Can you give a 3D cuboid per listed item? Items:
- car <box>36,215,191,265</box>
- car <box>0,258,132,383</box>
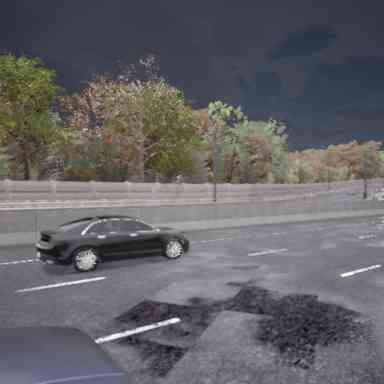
[{"bbox_3d":[-2.301,1.497,10.701,4.892,1.490,1.837,0,0,-36],"label":"car"},{"bbox_3d":[-2.913,1.550,1.666,5.357,1.411,2.033,0,0,-36],"label":"car"}]
